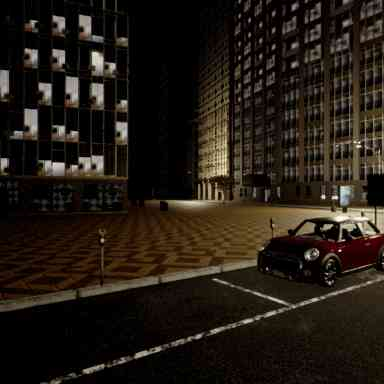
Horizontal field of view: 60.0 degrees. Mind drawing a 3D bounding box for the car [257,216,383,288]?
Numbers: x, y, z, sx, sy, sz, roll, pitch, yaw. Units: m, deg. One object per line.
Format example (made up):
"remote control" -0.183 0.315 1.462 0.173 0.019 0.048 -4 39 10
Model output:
"car" 3.691 1.439 9.196 4.097 1.590 1.967 0 0 -36
